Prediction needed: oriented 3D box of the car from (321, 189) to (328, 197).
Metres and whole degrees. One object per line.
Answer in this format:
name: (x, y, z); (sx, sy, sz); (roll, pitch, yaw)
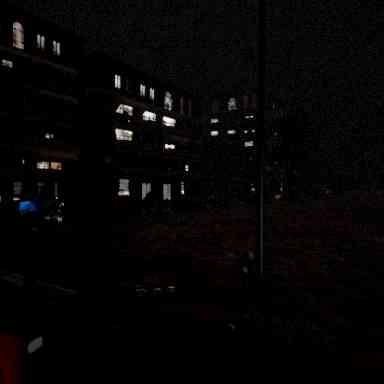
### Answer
car: (28.094, 0.356, 74.118); (2.008, 1.369, 4.403); (2, 2, 35)

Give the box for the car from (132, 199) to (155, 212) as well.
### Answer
car: (-5.528, 1.243, 30.126); (1.895, 1.301, 4.718); (1, 1, 35)

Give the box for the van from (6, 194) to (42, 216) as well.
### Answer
van: (-13.636, 1.029, 28.493); (1.690, 1.788, 3.998); (2, 2, 35)

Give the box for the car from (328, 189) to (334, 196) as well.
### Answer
car: (34.430, 0.074, 83.276); (1.967, 1.590, 4.097); (2, 2, 35)

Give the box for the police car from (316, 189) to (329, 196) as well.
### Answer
police car: (33.259, 0.033, 84.870); (1.930, 1.638, 5.238); (1, 1, 34)

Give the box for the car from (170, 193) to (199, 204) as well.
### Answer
car: (-0.969, 0.903, 46.821); (1.947, 1.339, 4.313); (2, 2, 35)

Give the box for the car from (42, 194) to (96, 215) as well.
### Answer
car: (-10.161, 1.024, 28.989); (2.097, 1.767, 4.553); (1, 1, 35)

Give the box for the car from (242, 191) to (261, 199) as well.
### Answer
car: (11.604, 0.519, 65.002); (1.752, 1.417, 4.829); (2, 2, 35)

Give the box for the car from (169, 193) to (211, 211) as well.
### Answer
car: (-0.412, 1.128, 32.893); (1.887, 1.381, 4.507); (2, 2, 35)

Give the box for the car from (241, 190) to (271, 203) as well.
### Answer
car: (9.091, 0.872, 46.635); (2.008, 1.369, 4.403); (2, 2, 35)

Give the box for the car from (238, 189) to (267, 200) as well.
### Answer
car: (9.490, 0.706, 51.836); (1.882, 1.535, 5.008); (1, 1, 35)

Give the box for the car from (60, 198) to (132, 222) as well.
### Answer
car: (-6.746, 1.325, 23.733); (1.947, 1.339, 4.313); (2, 2, 35)

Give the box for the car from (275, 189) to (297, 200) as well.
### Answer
car: (15.523, 0.671, 55.936); (1.752, 1.417, 4.829); (2, 2, 35)

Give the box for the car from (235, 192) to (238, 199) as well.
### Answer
car: (8.533, 0.643, 60.563); (1.947, 1.339, 4.313); (2, 2, 35)

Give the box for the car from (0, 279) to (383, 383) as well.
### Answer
car: (-0.330, 1.544, 3.102); (4.507, 1.381, 1.887); (0, 0, 35)

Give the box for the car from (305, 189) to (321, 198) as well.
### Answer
car: (24.928, 0.441, 69.539); (2.008, 1.369, 4.403); (2, 2, 35)

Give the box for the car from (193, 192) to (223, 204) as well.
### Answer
car: (2.292, 0.834, 46.957); (1.837, 1.490, 4.892); (1, 1, 35)

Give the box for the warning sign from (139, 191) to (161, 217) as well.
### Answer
warning sign: (-3.130, 0.847, 24.821); (1.300, 1.860, 1.060); (-1, 0, 35)

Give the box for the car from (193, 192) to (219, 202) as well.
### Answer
car: (2.198, 0.801, 51.401); (2.008, 1.369, 4.403); (2, 2, 35)

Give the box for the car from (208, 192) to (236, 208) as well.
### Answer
car: (2.756, 1.046, 37.474); (2.008, 1.369, 4.403); (2, 2, 35)

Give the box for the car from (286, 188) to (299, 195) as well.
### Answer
car: (24.372, -0.036, 83.458); (2.192, 1.841, 5.009); (2, 2, 35)

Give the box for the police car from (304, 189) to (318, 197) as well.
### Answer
police car: (27.449, 0.185, 76.729); (1.930, 1.638, 5.238); (0, 1, 32)

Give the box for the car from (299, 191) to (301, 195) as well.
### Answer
car: (27.536, 0.108, 88.045); (1.887, 1.381, 4.507); (2, 2, 35)
